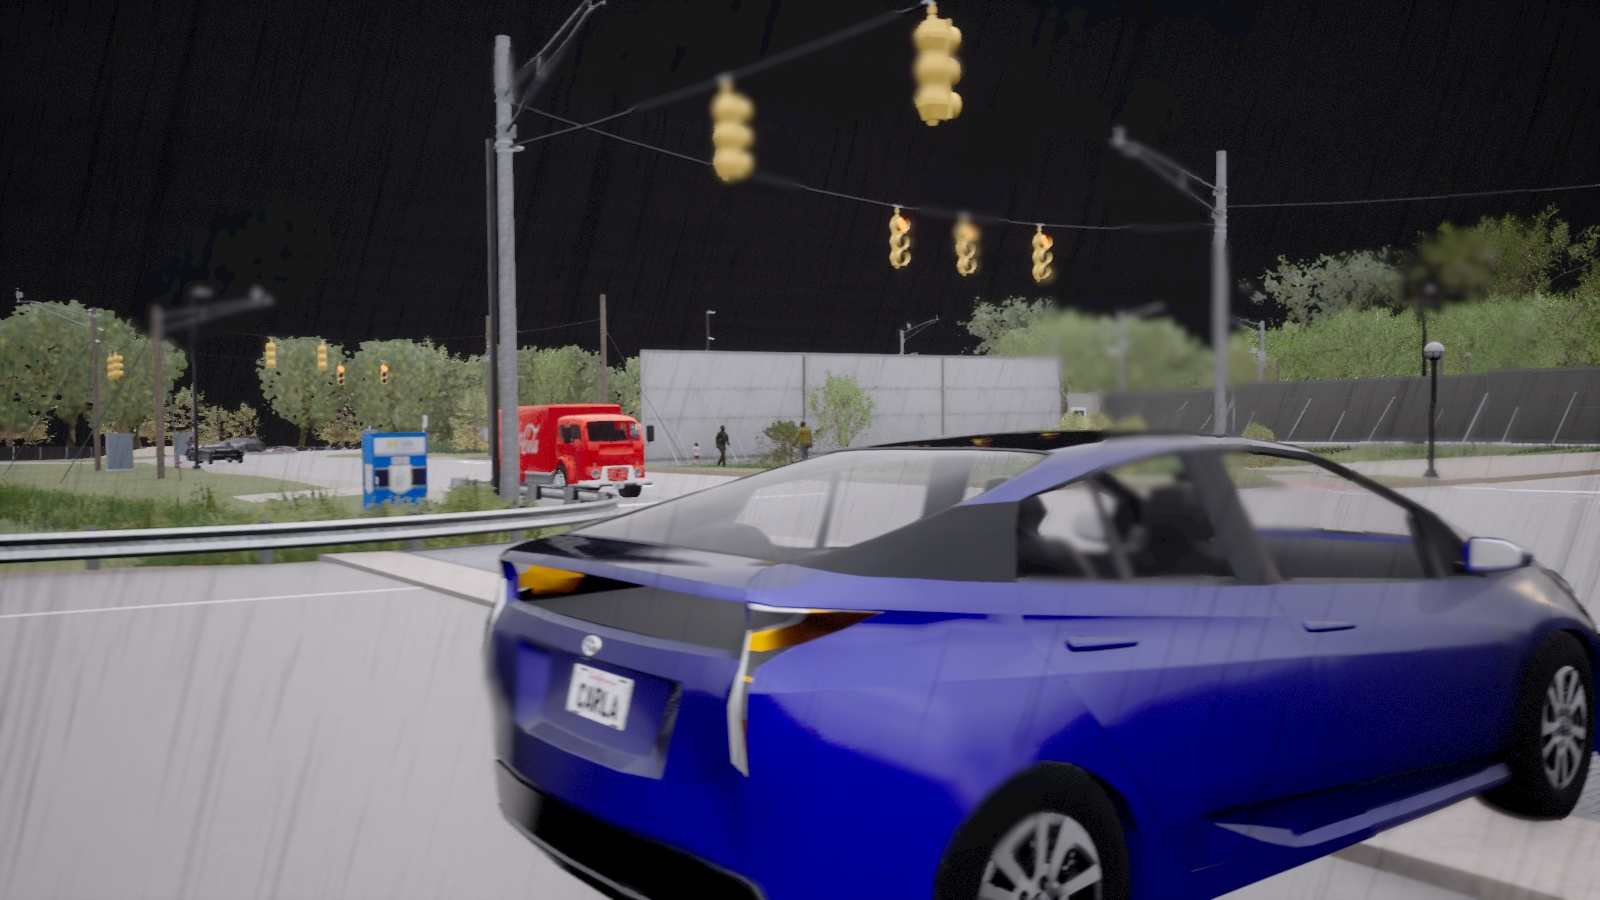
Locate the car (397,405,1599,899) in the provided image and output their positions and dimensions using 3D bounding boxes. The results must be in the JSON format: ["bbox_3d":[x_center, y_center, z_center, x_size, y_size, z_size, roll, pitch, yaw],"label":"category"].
[{"bbox_3d":[1.147,0.642,4.554,4.514,1.525,2.007,-2,1,-37],"label":"car"}]

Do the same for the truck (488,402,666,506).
[{"bbox_3d":[-5.984,0.057,33.111,2.627,2.467,5.204,-2,2,-35],"label":"truck"}]

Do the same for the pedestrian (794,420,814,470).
[{"bbox_3d":[0.135,-0.193,46.203,0.370,1.835,0.726,-2,3,-33],"label":"pedestrian"}]

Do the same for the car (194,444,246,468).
[{"bbox_3d":[-34.097,0.304,73.736,1.895,1.301,4.718,-2,2,-35],"label":"car"}]

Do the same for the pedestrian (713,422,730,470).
[{"bbox_3d":[-3.258,-0.175,52.079,0.395,1.930,0.692,-2,3,-36],"label":"pedestrian"}]
